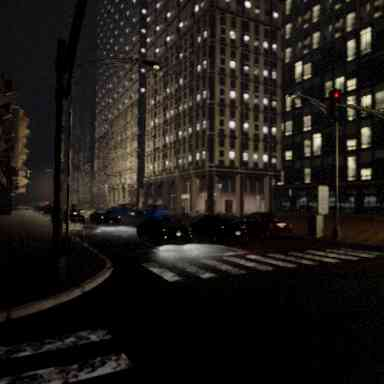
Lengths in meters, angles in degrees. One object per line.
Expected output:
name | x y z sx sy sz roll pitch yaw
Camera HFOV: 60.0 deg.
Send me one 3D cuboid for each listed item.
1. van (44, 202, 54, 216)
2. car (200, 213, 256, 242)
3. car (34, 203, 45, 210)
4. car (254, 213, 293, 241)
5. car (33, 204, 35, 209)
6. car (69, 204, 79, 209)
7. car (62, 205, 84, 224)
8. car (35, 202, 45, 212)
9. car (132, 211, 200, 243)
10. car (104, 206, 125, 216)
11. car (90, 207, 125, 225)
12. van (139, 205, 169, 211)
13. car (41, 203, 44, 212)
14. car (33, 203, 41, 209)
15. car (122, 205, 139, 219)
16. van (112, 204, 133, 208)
van | -19.128 2.381 46.189 1.690 1.788 3.998 2 -2 -28
car | 1.361 1.987 19.103 1.812 1.442 4.674 1 -2 -26
car | -34.901 3.344 76.171 2.008 1.369 4.403 2 -2 -28
car | 4.059 1.964 20.091 1.967 1.590 4.097 2 -2 -28
car | -32.274 3.232 71.173 1.947 1.339 4.313 2 -2 -28
car | -30.114 3.724 85.063 1.802 1.307 4.206 2 -2 -28
car | -11.246 2.220 31.187 2.008 1.369 4.403 2 -2 -28
car | -27.014 2.730 61.184 2.192 1.841 5.009 2 -2 -28
car | -1.564 1.958 18.340 1.994 1.385 4.181 2 -2 -28
car | -11.715 2.828 50.076 1.947 1.339 4.313 2 -2 -28
car | -7.970 2.293 30.522 1.895 1.301 4.718 2 -2 -28
van | -3.826 2.232 35.089 1.690 1.788 3.998 2 -2 -28
car | -21.760 2.747 51.179 1.802 1.307 4.206 2 -2 -28
car | -40.079 3.570 86.018 1.752 1.417 4.829 2 -2 -28
car | -6.457 2.565 40.080 2.008 1.369 4.403 2 -2 -28
van | -9.082 2.479 45.085 1.690 1.788 3.998 2 -2 -28
